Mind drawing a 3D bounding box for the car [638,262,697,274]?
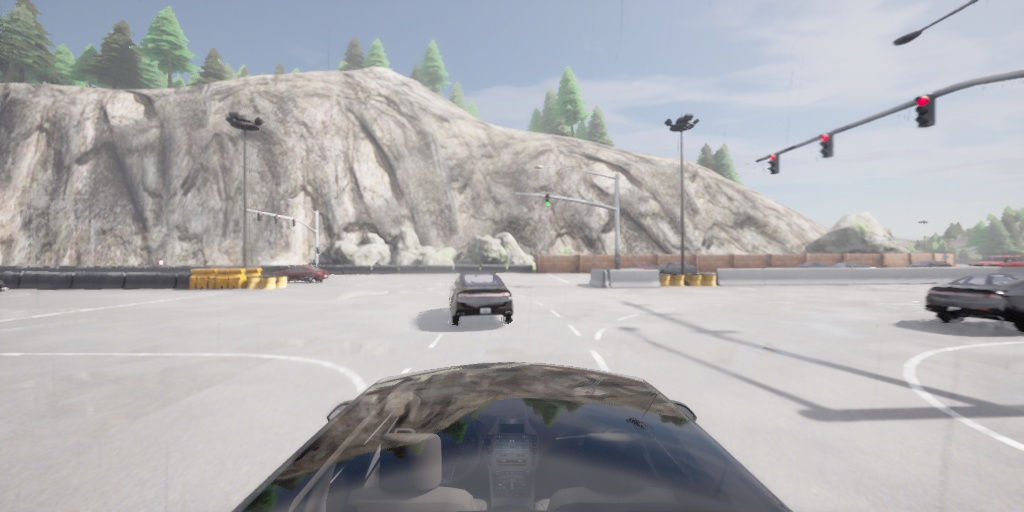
[{"bbox_3d":[15.351,1.384,34.922,4.902,1.511,2.128,-1,0,-2],"label":"car"}]

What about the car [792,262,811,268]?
[{"bbox_3d":[35.520,1.417,42.554,4.181,1.385,1.994,0,0,-2],"label":"car"}]

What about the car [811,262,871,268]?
[{"bbox_3d":[32.959,1.345,35.498,4.674,1.442,1.812,0,0,-2],"label":"car"}]

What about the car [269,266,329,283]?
[{"bbox_3d":[-18.005,1.543,30.286,4.674,1.442,1.812,0,-1,1],"label":"car"}]

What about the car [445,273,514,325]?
[{"bbox_3d":[-1.204,1.319,12.290,2.128,1.511,4.902,0,0,-11],"label":"car"}]

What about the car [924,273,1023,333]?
[{"bbox_3d":[14.381,1.226,9.919,4.902,1.511,2.128,0,-1,-5],"label":"car"}]

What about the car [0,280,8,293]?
[{"bbox_3d":[-30.504,1.470,19.254,4.892,1.490,1.837,0,0,-2],"label":"car"}]

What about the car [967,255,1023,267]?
[{"bbox_3d":[49.716,0.971,36.547,5.566,2.045,2.150,0,0,-8],"label":"car"}]

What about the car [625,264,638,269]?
[{"bbox_3d":[15.289,1.506,41.919,4.181,1.385,1.994,0,0,-2],"label":"car"}]
